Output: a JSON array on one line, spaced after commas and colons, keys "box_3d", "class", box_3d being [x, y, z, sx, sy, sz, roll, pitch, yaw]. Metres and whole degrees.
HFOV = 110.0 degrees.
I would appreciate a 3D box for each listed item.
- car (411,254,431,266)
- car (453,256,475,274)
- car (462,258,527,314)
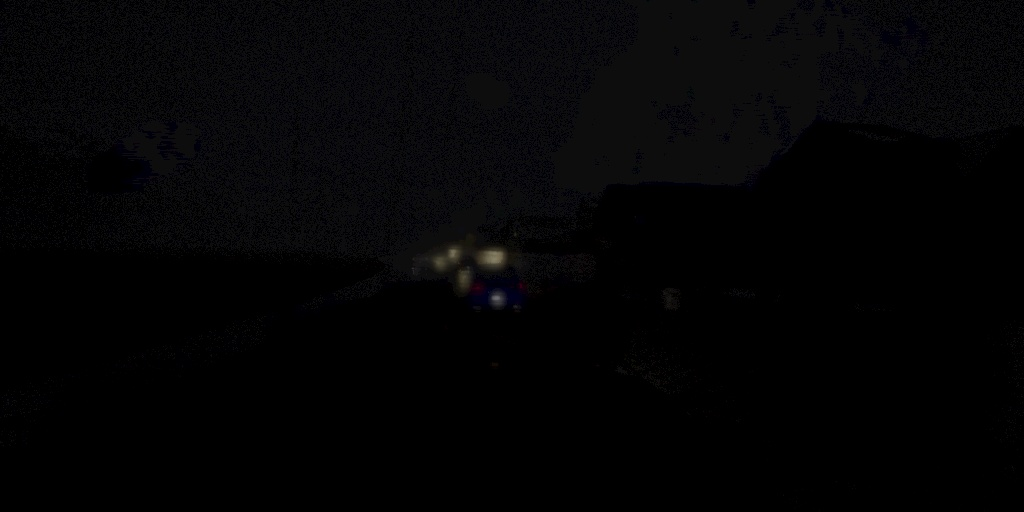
[{"box_3d": [-10.837, 0.472, 42.568, 1.895, 1.301, 4.718, 0, 2, -21], "class": "car"}, {"box_3d": [-3.849, 0.705, 30.420, 1.812, 1.442, 4.674, 0, 1, -14], "class": "car"}, {"box_3d": [-0.657, 1.023, 12.756, 1.882, 1.535, 5.008, 0, 1, -6], "class": "car"}]
